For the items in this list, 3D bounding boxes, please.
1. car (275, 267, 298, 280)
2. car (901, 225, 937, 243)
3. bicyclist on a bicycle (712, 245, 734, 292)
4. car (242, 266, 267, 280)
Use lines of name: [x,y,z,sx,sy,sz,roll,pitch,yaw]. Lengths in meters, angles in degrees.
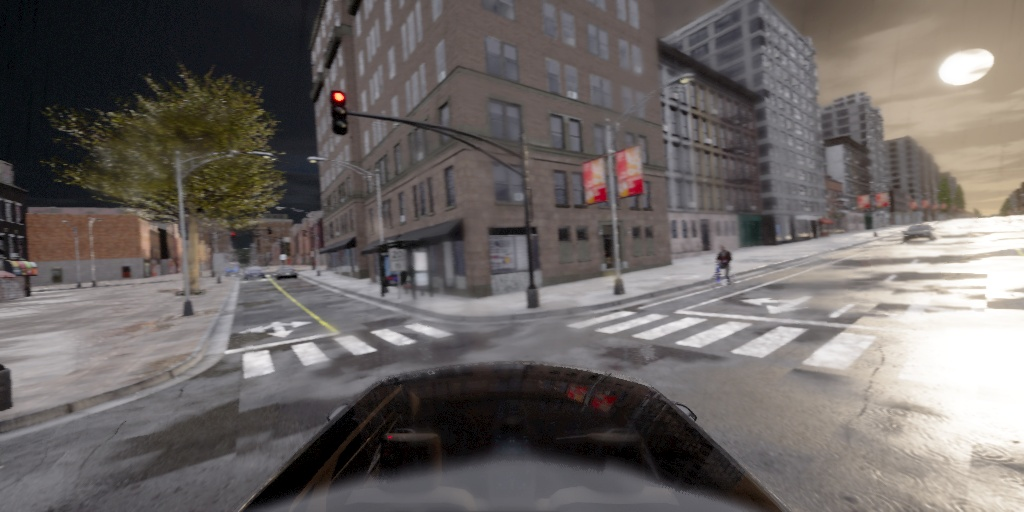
car: [-25.521,1.894,40.538,1.994,1.385,4.181,-4,3,-36]
car: [37.781,-2.122,33.221,4.892,1.490,1.837,-5,1,-37]
bicyclist on a bicycle: [8.004,0.451,13.643,1.843,1.776,0.659,-5,0,-37]
car: [-30.564,1.952,42.622,1.812,1.442,4.674,-4,3,-37]
